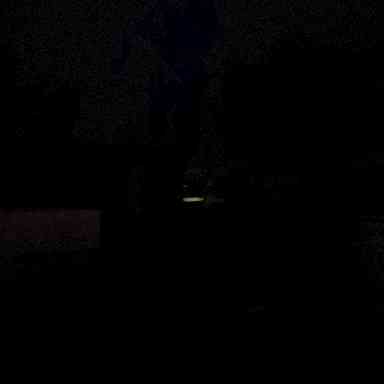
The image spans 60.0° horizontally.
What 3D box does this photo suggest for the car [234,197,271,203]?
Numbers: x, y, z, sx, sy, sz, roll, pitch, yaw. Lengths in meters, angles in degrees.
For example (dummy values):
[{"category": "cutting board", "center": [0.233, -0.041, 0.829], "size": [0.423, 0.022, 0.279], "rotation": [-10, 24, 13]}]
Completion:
[{"category": "car", "center": [6.188, 1.492, 32.284], "size": [2.150, 2.045, 5.566], "rotation": [0, 0, -33]}]
